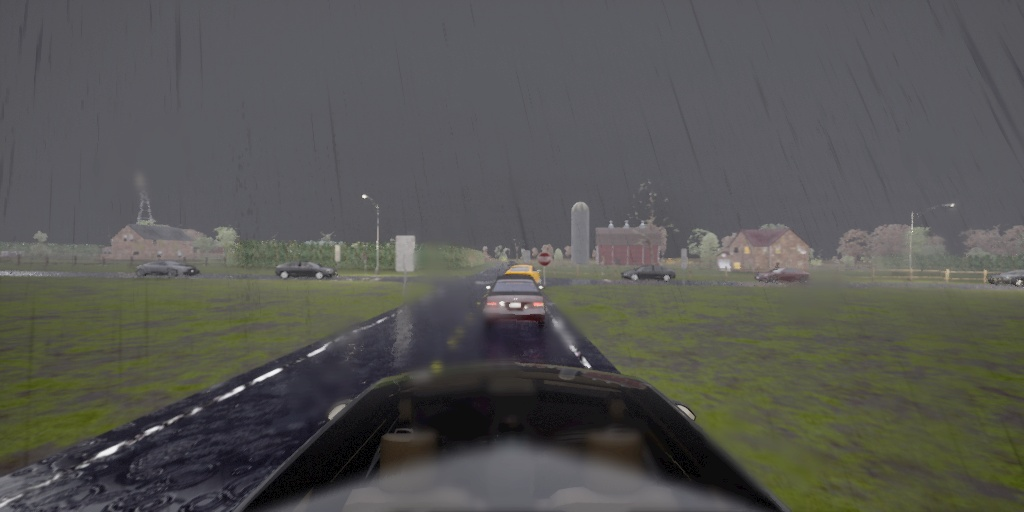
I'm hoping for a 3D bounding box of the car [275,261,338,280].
[{"bbox_3d":[-17.360,1.194,30.443,4.892,1.490,1.837,1,0,0],"label":"car"}]

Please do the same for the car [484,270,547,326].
[{"bbox_3d":[0.090,1.349,11.929,2.033,1.411,5.357,0,0,0],"label":"car"}]

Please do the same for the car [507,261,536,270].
[{"bbox_3d":[0.799,1.346,23.952,1.882,1.535,5.008,0,0,11],"label":"car"}]

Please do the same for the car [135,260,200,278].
[{"bbox_3d":[-29.102,1.077,30.394,4.181,1.385,1.994,1,0,0],"label":"car"}]

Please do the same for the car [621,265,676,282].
[{"bbox_3d":[12.705,1.608,33.567,4.892,1.490,1.837,0,0,1],"label":"car"}]

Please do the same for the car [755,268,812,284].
[{"bbox_3d":[25.355,1.805,33.573,4.674,1.442,1.812,1,0,0],"label":"car"}]

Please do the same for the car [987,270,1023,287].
[{"bbox_3d":[47.744,2.083,33.581,4.892,1.490,1.837,1,0,0],"label":"car"}]
